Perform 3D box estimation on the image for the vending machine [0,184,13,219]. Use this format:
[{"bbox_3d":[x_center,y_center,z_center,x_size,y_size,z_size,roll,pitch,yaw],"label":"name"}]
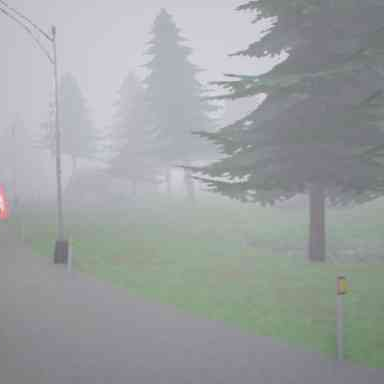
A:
[{"bbox_3d":[-12.201,0.652,21.178,1.100,2.100,0.880,-8,0,-27],"label":"vending machine"}]
